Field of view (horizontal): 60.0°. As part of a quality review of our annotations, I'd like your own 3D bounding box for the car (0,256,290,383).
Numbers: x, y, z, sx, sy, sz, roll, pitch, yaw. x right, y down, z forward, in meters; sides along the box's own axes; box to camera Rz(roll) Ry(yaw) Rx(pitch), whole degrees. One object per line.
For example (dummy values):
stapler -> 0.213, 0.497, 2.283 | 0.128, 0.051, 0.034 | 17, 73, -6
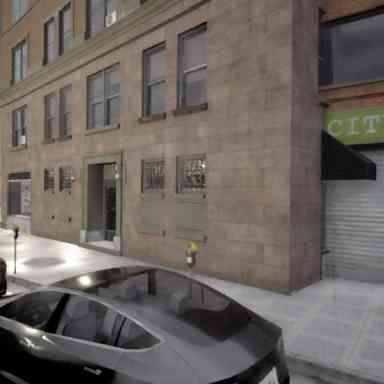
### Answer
car -> -1.083, 1.565, 3.844 | 4.313, 1.339, 1.947 | 0, 1, 35
